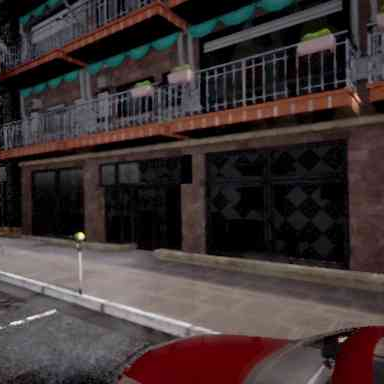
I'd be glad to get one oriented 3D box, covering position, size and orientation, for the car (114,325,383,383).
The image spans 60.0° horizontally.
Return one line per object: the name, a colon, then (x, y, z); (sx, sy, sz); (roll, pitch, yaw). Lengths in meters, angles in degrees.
car: (1.220, 1.582, 2.017); (4.206, 1.307, 1.802); (0, -1, 36)
